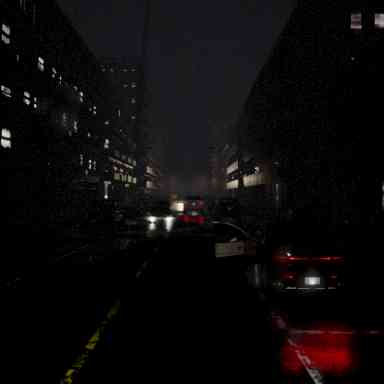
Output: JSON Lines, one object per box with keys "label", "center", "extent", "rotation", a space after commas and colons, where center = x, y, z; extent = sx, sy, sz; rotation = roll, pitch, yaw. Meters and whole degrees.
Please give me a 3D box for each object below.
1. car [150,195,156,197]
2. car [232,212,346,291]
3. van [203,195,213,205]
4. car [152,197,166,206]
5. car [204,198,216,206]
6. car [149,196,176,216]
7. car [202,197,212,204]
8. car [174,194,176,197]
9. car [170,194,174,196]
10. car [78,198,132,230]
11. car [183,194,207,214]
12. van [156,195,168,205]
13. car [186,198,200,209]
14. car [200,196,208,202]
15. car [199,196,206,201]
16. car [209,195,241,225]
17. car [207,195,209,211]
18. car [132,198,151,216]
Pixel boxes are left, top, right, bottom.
{"label": "car", "center": [-5.548, 1.480, 38.451], "extent": [1.967, 1.590, 4.097], "rotation": [0, 0, 0]}
{"label": "car", "center": [2.386, 1.508, 8.989], "extent": [1.837, 1.490, 4.892], "rotation": [0, 0, 0]}
{"label": "van", "center": [2.914, 1.430, 61.177], "extent": [1.690, 1.788, 3.998], "rotation": [0, 0, 0]}
{"label": "car", "center": [-5.489, 1.599, 55.351], "extent": [1.752, 1.417, 4.829], "rotation": [0, 0, 0]}
{"label": "car", "center": [2.892, 1.656, 55.488], "extent": [1.802, 1.307, 4.206], "rotation": [0, 0, 0]}
{"label": "car", "center": [-2.982, 1.509, 33.167], "extent": [1.882, 1.535, 5.008], "rotation": [0, 0, 0]}
{"label": "car", "center": [2.932, 1.650, 66.867], "extent": [1.887, 1.381, 4.507], "rotation": [0, 0, 0]}
{"label": "car", "center": [-5.407, 1.724, 78.280], "extent": [1.802, 1.307, 4.206], "rotation": [0, 0, 0]}
{"label": "car", "center": [-5.428, 1.648, 72.419], "extent": [1.752, 1.417, 4.829], "rotation": [0, 0, 0]}
{"label": "car", "center": [-5.609, 1.330, 21.379], "extent": [2.192, 1.841, 5.009], "rotation": [0, 0, 0]}
{"label": "car", "center": [0.197, 1.258, 35.980], "extent": [2.150, 2.045, 5.566], "rotation": [0, 0, 1]}
{"label": "van", "center": [-5.466, 1.430, 61.209], "extent": [1.690, 1.788, 3.998], "rotation": [0, 0, 0]}
{"label": "car", "center": [0.202, 1.559, 46.238], "extent": [1.837, 1.490, 4.892], "rotation": [0, 0, 1]}
{"label": "car", "center": [2.993, 1.744, 83.937], "extent": [1.802, 1.307, 4.206], "rotation": [0, 0, 0]}
{"label": "car", "center": [3.034, 1.786, 95.318], "extent": [1.802, 1.307, 4.206], "rotation": [0, 0, 0]}
{"label": "car", "center": [2.792, 1.338, 27.038], "extent": [2.192, 1.841, 5.009], "rotation": [0, 0, 0]}
{"label": "car", "center": [2.832, 1.480, 38.418], "extent": [1.967, 1.590, 4.097], "rotation": [0, 0, 0]}
{"label": "car", "center": [-5.569, 1.582, 32.760], "extent": [2.008, 1.369, 4.403], "rotation": [0, 0, 0]}
